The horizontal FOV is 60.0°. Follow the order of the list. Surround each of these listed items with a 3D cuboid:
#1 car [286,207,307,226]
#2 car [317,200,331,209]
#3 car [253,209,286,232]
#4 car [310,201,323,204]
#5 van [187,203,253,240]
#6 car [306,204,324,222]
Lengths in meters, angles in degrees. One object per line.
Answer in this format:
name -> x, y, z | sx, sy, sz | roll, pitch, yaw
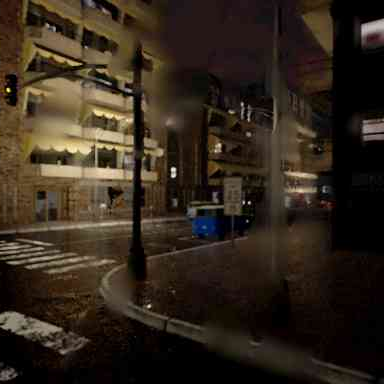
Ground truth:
car -> 7.970, 2.129, 28.241 | 1.802, 1.307, 4.206 | -1, -2, 35
car -> 26.639, 2.675, 69.239 | 2.192, 1.841, 5.009 | -1, -2, 35
car -> 4.780, 2.006, 23.713 | 1.947, 1.339, 4.313 | -1, -2, 35
car -> 23.448, 2.836, 64.705 | 1.802, 1.307, 4.206 | -1, -2, 35
van -> 1.728, 1.675, 19.092 | 1.690, 1.788, 3.998 | -1, -2, 35
car -> 11.161, 2.204, 32.770 | 2.008, 1.369, 4.403 | -1, -2, 35
